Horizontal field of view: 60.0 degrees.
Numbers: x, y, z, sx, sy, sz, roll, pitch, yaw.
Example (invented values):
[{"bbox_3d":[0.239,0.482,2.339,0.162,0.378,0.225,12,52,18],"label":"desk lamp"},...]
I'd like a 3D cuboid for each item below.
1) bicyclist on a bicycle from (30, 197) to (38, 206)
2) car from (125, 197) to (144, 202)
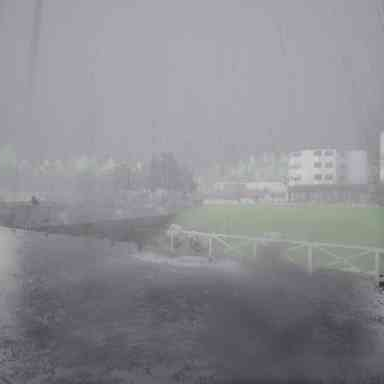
[{"bbox_3d":[-17.093,1.347,36.097,1.656,1.620,0.582,0,0,35],"label":"bicyclist on a bicycle"},{"bbox_3d":[-9.446,1.572,54.226,1.994,1.385,4.181,0,0,35],"label":"car"}]
